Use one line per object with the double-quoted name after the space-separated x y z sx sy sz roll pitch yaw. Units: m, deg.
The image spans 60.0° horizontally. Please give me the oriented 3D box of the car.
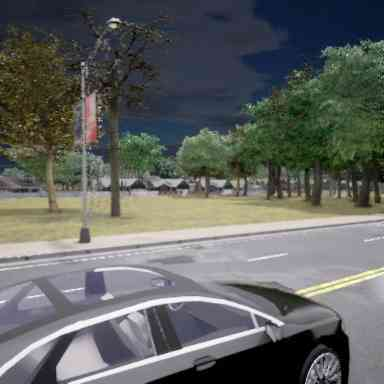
-0.443 1.489 3.121 4.902 1.511 2.128 0 0 -36 "car"
